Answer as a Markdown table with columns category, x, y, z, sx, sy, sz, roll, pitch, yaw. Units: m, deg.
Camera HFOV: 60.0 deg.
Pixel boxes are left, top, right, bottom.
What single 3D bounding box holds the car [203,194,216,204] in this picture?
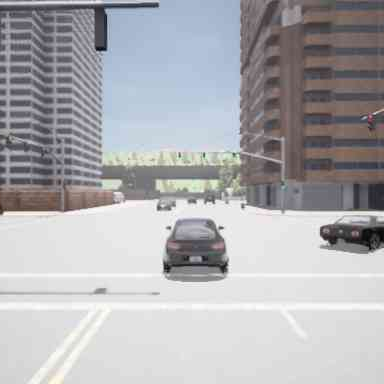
| category | x | y | z | sx | sy | sz | roll | pitch | yaw |
| --- | --- | --- | --- | --- | --- | --- | --- | --- | --- |
| car | 3.511 | 1.420 | 66.714 | 2.150 | 2.045 | 5.566 | 0 | 0 | 0 |

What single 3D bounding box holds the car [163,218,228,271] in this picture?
| category | x | y | z | sx | sy | sz | roll | pitch | yaw |
| --- | --- | --- | --- | --- | --- | --- | --- | --- | --- |
| car | 0.099 | 1.558 | 10.874 | 1.812 | 1.442 | 4.674 | 0 | 0 | 0 |

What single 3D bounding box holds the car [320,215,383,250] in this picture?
| category | x | y | z | sx | sy | sz | roll | pitch | yaw |
| --- | --- | --- | --- | --- | --- | --- | --- | --- | --- |
| car | 7.726 | 1.645 | 14.560 | 4.718 | 1.301 | 1.895 | 0 | 0 | -37 |

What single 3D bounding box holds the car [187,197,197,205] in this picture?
| category | x | y | z | sx | sy | sz | roll | pitch | yaw |
| --- | --- | --- | --- | --- | --- | --- | --- | --- | --- |
| car | 0.011 | 1.700 | 66.003 | 1.837 | 1.490 | 4.892 | 0 | 0 | 0 |

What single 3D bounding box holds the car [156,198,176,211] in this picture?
| category | x | y | z | sx | sy | sz | roll | pitch | yaw |
| --- | --- | --- | --- | --- | --- | --- | --- | --- | --- |
| car | -3.593 | 1.622 | 43.529 | 2.128 | 1.511 | 4.902 | 0 | 0 | -1 |
